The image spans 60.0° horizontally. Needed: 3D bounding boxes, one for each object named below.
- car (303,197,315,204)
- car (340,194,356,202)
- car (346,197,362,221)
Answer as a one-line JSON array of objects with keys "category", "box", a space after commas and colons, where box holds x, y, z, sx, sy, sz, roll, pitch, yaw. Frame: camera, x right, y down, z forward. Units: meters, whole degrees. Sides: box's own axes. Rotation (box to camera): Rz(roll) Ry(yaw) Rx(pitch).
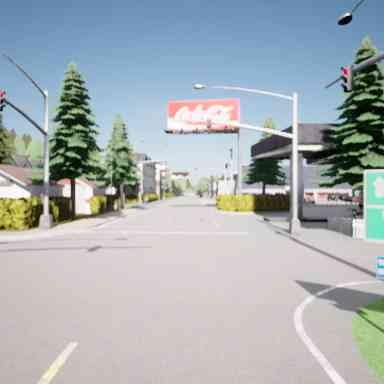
[{"category": "car", "box": [22.392, 1.618, 64.414, 1.970, 1.475, 3.806, 0, 0, 0]}, {"category": "car", "box": [34.783, 1.563, 72.226, 2.007, 1.523, 4.514, 0, 0, 0]}, {"category": "car", "box": [14.325, 1.530, 25.333, 3.866, 1.878, 1.905, 0, 0, 0]}]
